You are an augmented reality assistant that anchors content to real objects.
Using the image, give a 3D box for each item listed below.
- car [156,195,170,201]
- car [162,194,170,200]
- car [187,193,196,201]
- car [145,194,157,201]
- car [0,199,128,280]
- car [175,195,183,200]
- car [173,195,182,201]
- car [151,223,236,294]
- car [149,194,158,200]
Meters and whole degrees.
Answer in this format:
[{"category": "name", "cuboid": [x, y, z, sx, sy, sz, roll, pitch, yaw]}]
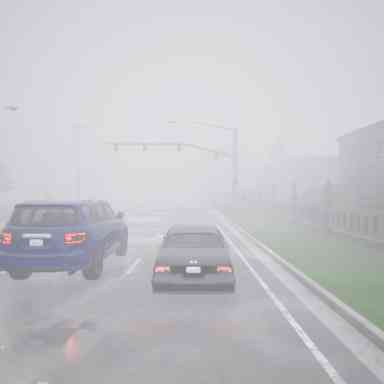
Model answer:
[{"category": "car", "cuboid": [-7.137, 1.585, 82.976, 1.895, 1.301, 4.718, 0, 0, 0]}, {"category": "car", "cuboid": [-7.153, 1.382, 92.950, 1.994, 1.385, 4.181, 0, 0, 0]}, {"category": "car", "cuboid": [-0.136, 1.215, 82.571, 2.150, 2.045, 5.566, 0, 0, 0]}, {"category": "car", "cuboid": [-10.637, 1.514, 82.941, 1.812, 1.442, 4.674, 0, 0, 0]}, {"category": "car", "cuboid": [-3.450, 1.221, 10.080, 2.150, 2.045, 5.566, 0, 0, 0]}, {"category": "car", "cuboid": [-3.653, 1.425, 92.985, 1.895, 1.301, 4.718, 0, 0, 0]}, {"category": "car", "cuboid": [-3.636, 1.467, 82.536, 1.882, 1.535, 5.008, 0, 0, 0]}, {"category": "car", "cuboid": [0.043, 1.547, 8.926, 2.033, 1.411, 5.357, 0, 0, 0]}, {"category": "car", "cuboid": [-10.653, 1.308, 92.944, 1.882, 1.535, 5.008, 0, 0, 0]}]
